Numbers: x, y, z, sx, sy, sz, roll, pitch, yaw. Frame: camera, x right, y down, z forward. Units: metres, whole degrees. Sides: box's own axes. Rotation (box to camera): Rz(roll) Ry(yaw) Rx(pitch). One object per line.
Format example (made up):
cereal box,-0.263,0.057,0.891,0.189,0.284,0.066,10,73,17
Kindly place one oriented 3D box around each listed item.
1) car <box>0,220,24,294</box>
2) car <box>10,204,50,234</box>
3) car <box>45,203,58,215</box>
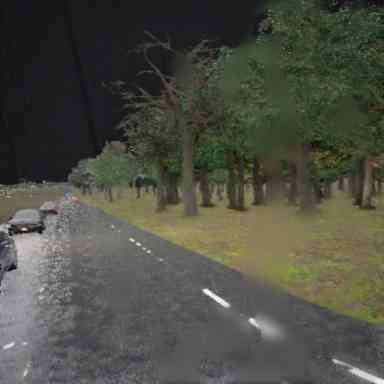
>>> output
car,-5.983,1.777,9.101,1.812,1.442,4.674,-3,0,-21
car,-10.657,1.905,21.799,1.882,1.535,5.008,-3,1,-20
car,-17.809,2.116,41.533,1.882,1.535,5.008,-3,0,-20
